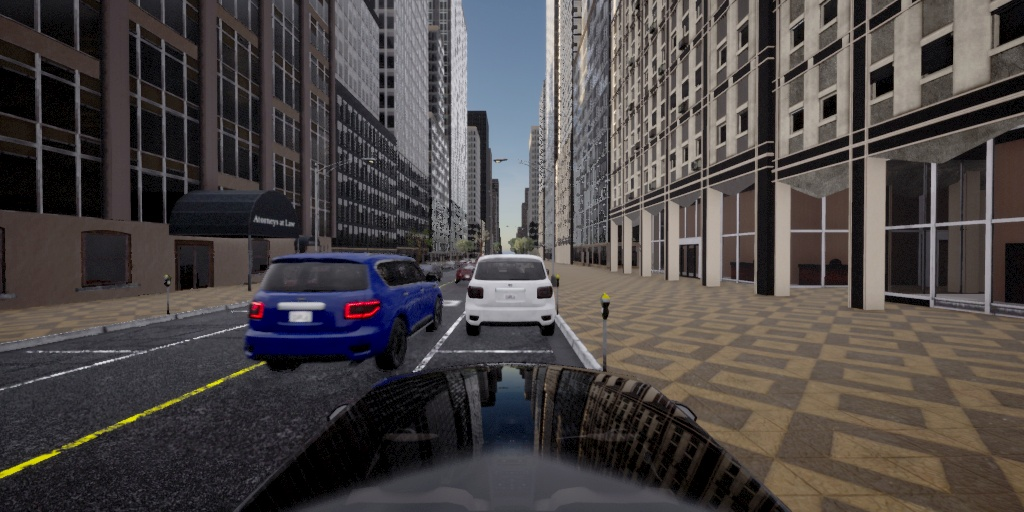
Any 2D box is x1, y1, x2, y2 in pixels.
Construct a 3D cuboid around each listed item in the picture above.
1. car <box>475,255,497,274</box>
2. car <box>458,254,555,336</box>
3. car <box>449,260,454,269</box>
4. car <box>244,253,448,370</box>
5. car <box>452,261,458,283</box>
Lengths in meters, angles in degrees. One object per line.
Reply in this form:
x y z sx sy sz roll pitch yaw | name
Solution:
-3.046 0.963 43.166 2.150 2.045 5.566 0 0 0 | car
-0.039 0.976 10.531 2.150 2.045 5.566 0 0 0 | car
-8.837 1.291 50.940 2.007 1.370 4.403 0 0 0 | car
-3.045 0.969 7.849 2.150 2.045 5.566 0 0 0 | car
-3.145 1.271 27.525 1.812 1.442 4.674 0 0 0 | car
